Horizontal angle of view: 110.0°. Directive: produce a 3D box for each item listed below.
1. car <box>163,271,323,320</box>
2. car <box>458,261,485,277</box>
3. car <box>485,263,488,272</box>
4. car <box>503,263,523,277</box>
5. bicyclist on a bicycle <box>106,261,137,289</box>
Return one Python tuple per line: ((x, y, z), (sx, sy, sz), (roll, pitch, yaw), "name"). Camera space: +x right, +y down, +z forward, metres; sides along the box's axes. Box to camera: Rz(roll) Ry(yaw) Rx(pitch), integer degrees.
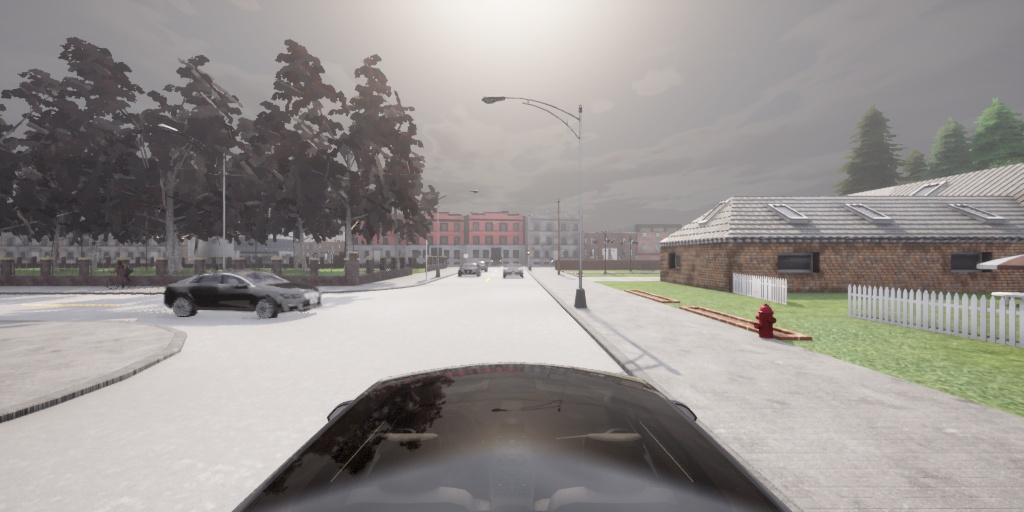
((-9.015, 1.242, 12.166), (4.902, 1.511, 2.128), (0, 0, 6), "car")
((-4.124, 1.314, 35.596), (1.994, 1.385, 4.181), (0, 0, 0), "car")
((-4.108, 1.314, 45.581), (1.994, 1.385, 4.181), (0, 0, 0), "car")
((0.098, 1.351, 35.471), (1.895, 1.301, 4.718), (0, 0, 0), "car")
((-22.656, 1.099, 20.842), (0.582, 1.620, 1.656), (0, 0, 0), "bicyclist on a bicycle")
